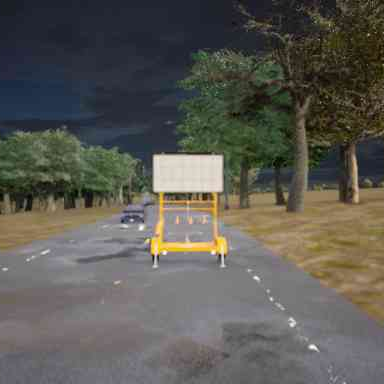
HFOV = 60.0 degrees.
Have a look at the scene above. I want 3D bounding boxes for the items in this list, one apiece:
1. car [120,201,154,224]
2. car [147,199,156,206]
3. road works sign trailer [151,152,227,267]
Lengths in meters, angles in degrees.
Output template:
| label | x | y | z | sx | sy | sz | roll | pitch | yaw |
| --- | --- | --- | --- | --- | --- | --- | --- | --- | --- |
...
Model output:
| label | x | y | z | sx | sy | sz | roll | pitch | yaw |
| --- | --- | --- | --- | --- | --- | --- | --- | --- | --- |
| car | -4.385 | 1.644 | 26.114 | 2.033 | 1.411 | 5.357 | 0 | -1 | -3 |
| car | -8.435 | 2.187 | 67.773 | 2.033 | 1.411 | 5.357 | 0 | -1 | -8 |
| road works sign trailer | -0.129 | 0.444 | 11.278 | 2.380 | 3.560 | 2.880 | 0 | 0 | -2 |
